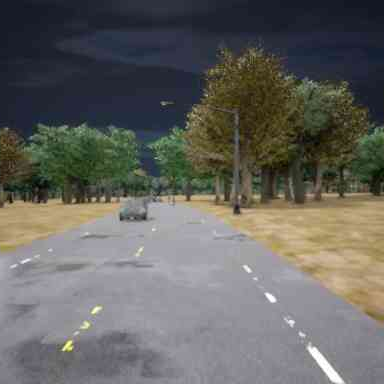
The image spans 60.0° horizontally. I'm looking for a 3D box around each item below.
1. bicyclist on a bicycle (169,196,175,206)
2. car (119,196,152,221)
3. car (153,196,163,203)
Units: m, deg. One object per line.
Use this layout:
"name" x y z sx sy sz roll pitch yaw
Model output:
"bicyclist on a bicycle" -3.020 1.556 55.282 0.582 1.620 1.656 0 -1 -8
"car" -4.620 1.373 26.938 2.097 1.767 4.553 0 0 -4
"car" -8.117 1.798 79.239 2.033 1.411 5.357 0 -1 -12
